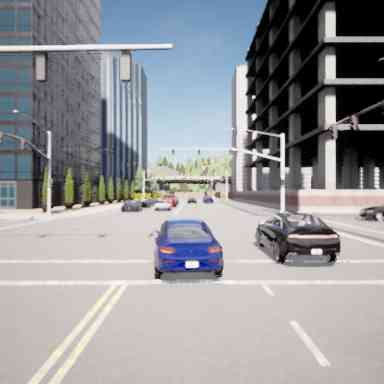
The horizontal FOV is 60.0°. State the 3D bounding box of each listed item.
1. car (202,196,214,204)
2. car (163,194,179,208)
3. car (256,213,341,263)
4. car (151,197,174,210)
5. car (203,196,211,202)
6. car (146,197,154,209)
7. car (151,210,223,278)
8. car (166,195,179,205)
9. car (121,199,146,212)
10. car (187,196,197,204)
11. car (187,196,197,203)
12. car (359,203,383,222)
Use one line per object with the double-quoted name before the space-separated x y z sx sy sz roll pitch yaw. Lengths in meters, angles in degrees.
"car" 3.497 1.643 69.154 1.812 1.442 4.674 0 0 0
"car" -3.577 1.311 51.379 2.150 2.045 5.566 0 0 0
"car" 3.594 1.492 11.996 2.128 1.511 4.902 0 0 0
"car" -3.598 1.674 41.604 1.895 1.301 4.718 0 0 0
"car" 3.497 1.620 78.229 1.837 1.490 4.892 0 0 0
"car" -7.088 1.685 48.243 1.895 1.301 4.718 0 0 0
"car" -0.253 1.528 10.148 1.812 1.442 4.674 0 0 -6
"car" -3.503 1.459 61.368 2.097 1.767 4.553 0 0 0
"car" -7.098 1.633 39.482 1.994 1.385 4.181 0 0 0
"car" 0.018 1.720 68.908 1.895 1.301 4.718 0 0 0
"car" -0.003 1.662 78.581 2.128 1.511 4.902 0 0 0
"car" 15.582 1.481 25.846 4.902 1.511 2.128 0 0 0
